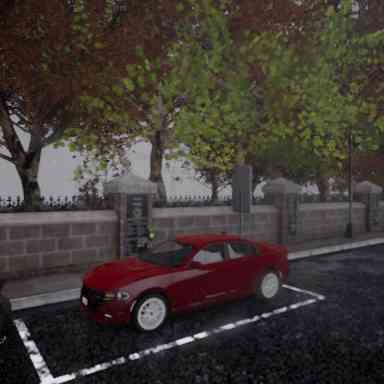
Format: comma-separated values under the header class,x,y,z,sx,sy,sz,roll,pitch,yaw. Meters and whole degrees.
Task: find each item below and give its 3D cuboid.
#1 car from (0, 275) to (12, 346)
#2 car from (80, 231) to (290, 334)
class,x,y,z,sx,sy,sz,roll,pitch,yaw
car,-4.410,1.551,3.507,4.403,1.369,2.008,0,0,-35
car,0.070,1.543,6.766,4.507,1.381,1.887,0,0,-35
